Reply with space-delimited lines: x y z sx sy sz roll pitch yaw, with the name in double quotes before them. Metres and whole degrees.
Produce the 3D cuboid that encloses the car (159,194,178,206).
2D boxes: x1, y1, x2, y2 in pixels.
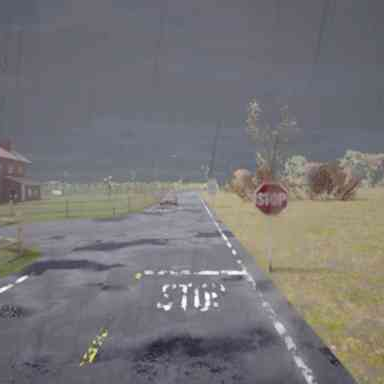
"car" -2.608 0.902 38.101 1.994 1.385 4.181 0 1 0
